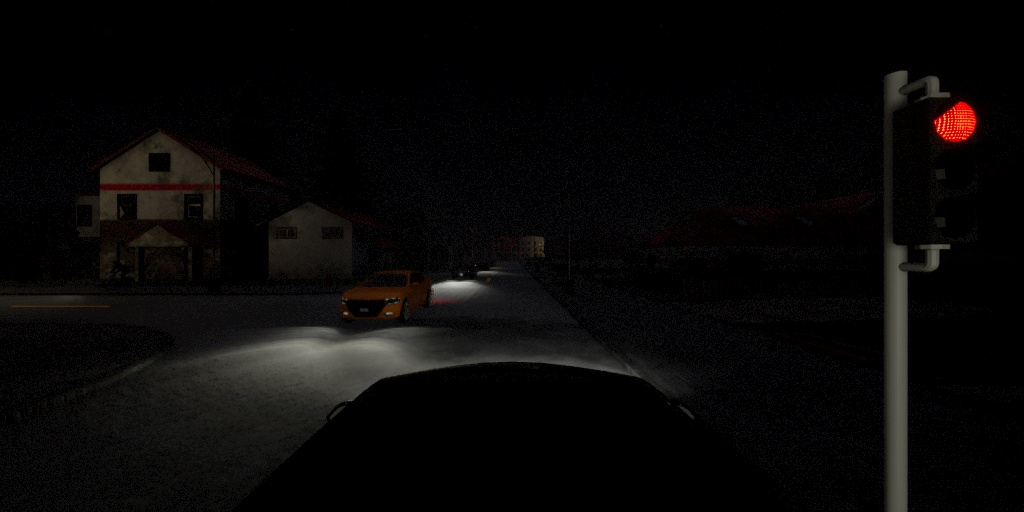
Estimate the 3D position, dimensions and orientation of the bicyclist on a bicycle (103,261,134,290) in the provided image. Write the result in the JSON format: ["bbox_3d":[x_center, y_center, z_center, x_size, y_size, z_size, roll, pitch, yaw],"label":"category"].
[{"bbox_3d":[-22.538,1.099,20.572,0.582,1.620,1.656,0,0,0],"label":"bicyclist on a bicycle"}]

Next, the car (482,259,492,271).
[{"bbox_3d":[-4.088,1.228,48.586,1.882,1.535,5.008,0,0,0],"label":"car"}]

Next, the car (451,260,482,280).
[{"bbox_3d":[-4.095,1.241,31.409,2.128,1.511,4.902,0,0,0],"label":"car"}]

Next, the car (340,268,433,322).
[{"bbox_3d":[-4.099,1.227,12.441,1.882,1.535,5.008,0,0,0],"label":"car"}]
